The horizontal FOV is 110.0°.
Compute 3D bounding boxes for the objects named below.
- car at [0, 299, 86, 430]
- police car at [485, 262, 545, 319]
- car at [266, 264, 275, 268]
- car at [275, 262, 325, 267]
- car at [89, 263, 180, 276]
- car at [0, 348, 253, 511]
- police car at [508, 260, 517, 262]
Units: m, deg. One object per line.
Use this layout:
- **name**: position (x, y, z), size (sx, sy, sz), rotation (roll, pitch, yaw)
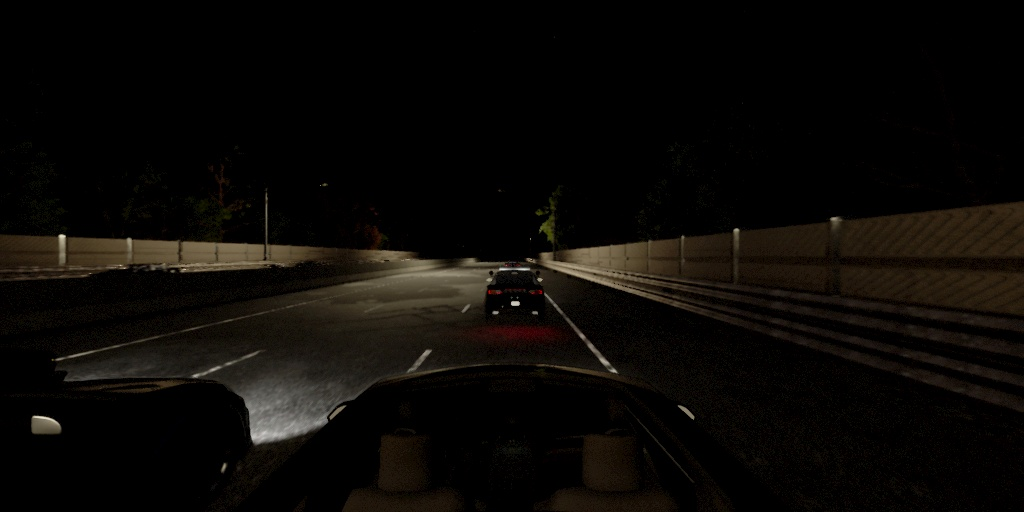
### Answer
- **car**: position (-6.901, 1.298, 2.271), size (2.033, 1.411, 5.357), rotation (0, 0, 0)
- **police car**: position (0.095, 1.177, 13.016), size (1.930, 1.638, 5.238), rotation (0, 0, 0)
- **car**: position (-21.061, 1.357, 31.681), size (1.895, 1.301, 4.718), rotation (0, 0, 0)
- **car**: position (-17.566, 1.263, 30.775), size (1.837, 1.490, 4.892), rotation (0, -1, 0)
- **car**: position (-24.597, 1.246, 23.590), size (2.128, 1.511, 4.902), rotation (0, 0, 0)
- **car**: position (-3.401, 1.314, 1.595), size (1.994, 1.385, 4.181), rotation (0, 0, 0)
- **police car**: position (0.085, 1.263, 44.038), size (2.038, 1.542, 4.974), rotation (0, 0, 0)
